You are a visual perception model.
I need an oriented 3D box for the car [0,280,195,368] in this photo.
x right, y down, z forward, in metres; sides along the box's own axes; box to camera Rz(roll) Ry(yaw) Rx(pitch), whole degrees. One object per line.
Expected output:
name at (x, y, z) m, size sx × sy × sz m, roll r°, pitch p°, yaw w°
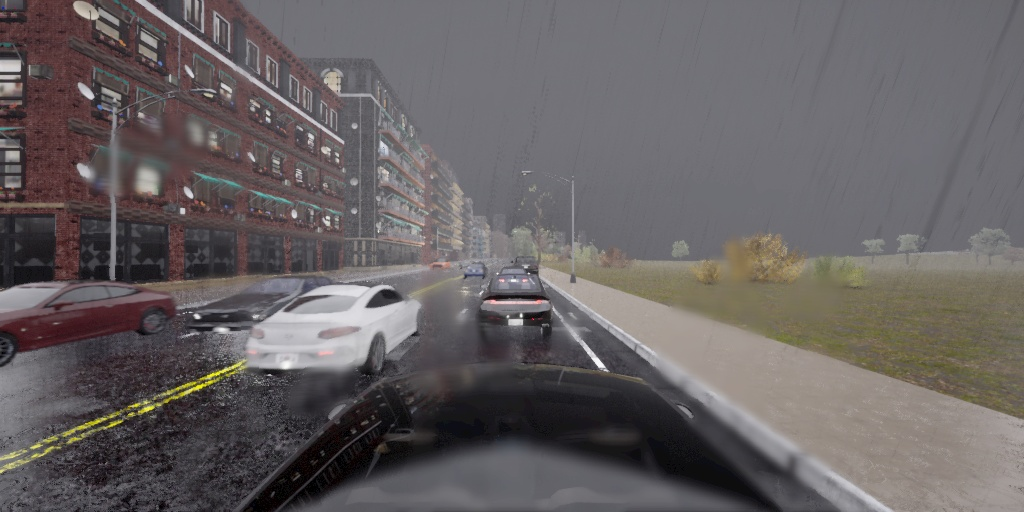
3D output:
car at (-9.861, 1.276, 7.725) m, size 1.812 × 1.442 × 4.674 m, roll 0°, pitch 0°, yaw 0°

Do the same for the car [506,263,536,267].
car at (0.072, 1.300, 20.732) m, size 2.033 × 1.411 × 5.357 m, roll 0°, pitch 0°, yaw 0°

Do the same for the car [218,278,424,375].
car at (-3.161, 1.277, 7.337) m, size 1.812 × 1.442 × 4.674 m, roll 0°, pitch 0°, yaw 0°

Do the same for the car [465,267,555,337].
car at (0.087, 1.243, 10.292) m, size 2.128 × 1.511 × 4.902 m, roll 0°, pitch 0°, yaw 0°

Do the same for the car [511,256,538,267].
car at (1.088, 0.979, 30.944) m, size 2.150 × 2.045 × 5.566 m, roll 0°, pitch 0°, yaw 0°

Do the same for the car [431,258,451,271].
car at (-9.929, 1.105, 50.177) m, size 2.097 × 1.767 × 4.553 m, roll 0°, pitch 0°, yaw 0°

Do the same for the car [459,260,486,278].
car at (-3.204, 1.301, 32.559) m, size 2.033 × 1.411 × 5.357 m, roll 0°, pitch 0°, yaw 0°

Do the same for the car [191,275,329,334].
car at (-6.617, 1.299, 10.835) m, size 2.033 × 1.411 × 5.357 m, roll 0°, pitch 0°, yaw 0°

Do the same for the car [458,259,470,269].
car at (-6.681, 1.244, 52.598) m, size 2.128 × 1.511 × 4.902 m, roll 0°, pitch 0°, yaw 0°
